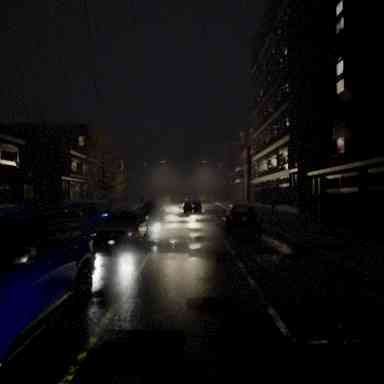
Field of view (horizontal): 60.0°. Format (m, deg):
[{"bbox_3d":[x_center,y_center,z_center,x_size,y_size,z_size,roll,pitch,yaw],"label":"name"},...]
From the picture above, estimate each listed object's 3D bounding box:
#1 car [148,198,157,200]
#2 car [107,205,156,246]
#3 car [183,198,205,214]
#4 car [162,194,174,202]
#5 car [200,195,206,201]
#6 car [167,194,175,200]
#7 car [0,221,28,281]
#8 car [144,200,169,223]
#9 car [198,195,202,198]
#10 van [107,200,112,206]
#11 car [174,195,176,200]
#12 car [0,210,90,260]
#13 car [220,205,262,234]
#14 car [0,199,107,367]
[{"bbox_3d":[-5.693,1.542,47.303,1.802,1.307,4.206,1,0,0],"label":"car"},{"bbox_3d":[-3.094,1.534,15.370,2.033,1.411,5.357,0,0,-1],"label":"car"},{"bbox_3d":[0.086,1.571,34.647,1.895,1.301,4.718,0,0,0],"label":"car"},{"bbox_3d":[-5.700,1.379,75.735,1.967,1.590,4.097,1,0,0],"label":"car"},{"bbox_3d":[2.676,1.461,81.656,1.752,1.417,4.829,1,0,0],"label":"car"},{"bbox_3d":[-5.706,1.369,92.796,1.967,1.590,4.097,1,0,0],"label":"car"},{"bbox_3d":[-5.756,1.538,7.500,1.887,1.381,4.507,1,0,0],"label":"car"},{"bbox_3d":[-3.097,1.541,25.489,1.994,1.385,4.181,0,0,0],"label":"car"},{"bbox_3d":[-0.001,1.524,47.629,1.994,1.385,4.181,0,0,0],"label":"car"},{"bbox_3d":[-5.679,1.324,18.869,1.690,1.788,3.998,1,0,0],"label":"van"},{"bbox_3d":[-5.706,1.498,87.110,1.947,1.339,4.313,1,0,0],"label":"car"},{"bbox_3d":[-5.681,1.533,13.182,1.887,1.381,4.507,1,0,0],"label":"car"},{"bbox_3d":[2.699,1.424,18.933,1.967,1.590,4.097,1,0,0],"label":"car"},{"bbox_3d":[-3.095,1.217,4.816,2.150,2.045,5.566,0,0,0],"label":"car"}]
